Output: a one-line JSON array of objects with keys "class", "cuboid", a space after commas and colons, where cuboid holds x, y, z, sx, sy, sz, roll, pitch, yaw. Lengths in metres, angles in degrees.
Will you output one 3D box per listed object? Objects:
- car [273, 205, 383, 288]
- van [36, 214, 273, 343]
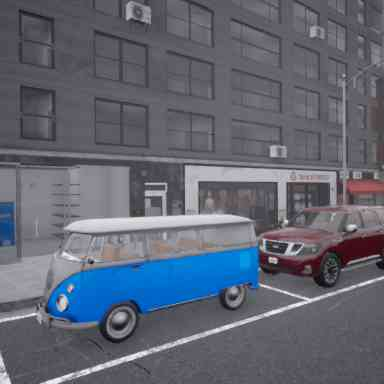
[{"class": "car", "cuboid": [3.974, 1.312, 9.420, 5.009, 1.841, 2.192, 0, -1, -36]}, {"class": "van", "cuboid": [-0.559, 1.340, 6.157, 3.998, 1.788, 1.690, 0, -1, -36]}]
